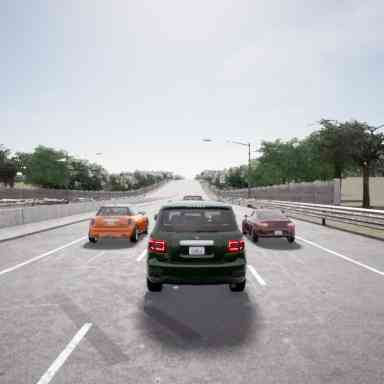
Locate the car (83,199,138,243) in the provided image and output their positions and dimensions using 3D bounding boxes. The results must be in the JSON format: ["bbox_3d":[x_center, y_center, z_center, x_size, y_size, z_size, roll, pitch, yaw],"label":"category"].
[{"bbox_3d":[-3.420,1.352,16.308,2.097,1.767,4.553,0,0,1],"label":"car"}]

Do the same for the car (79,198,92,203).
[{"bbox_3d":[-17.556,1.770,55.880,1.812,1.442,4.674,0,0,0],"label":"car"}]

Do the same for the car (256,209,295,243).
[{"bbox_3d":[3.584,1.526,16.075,1.812,1.442,4.674,0,0,0],"label":"car"}]

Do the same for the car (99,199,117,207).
[{"bbox_3d":[-14.056,1.860,55.852,1.895,1.301,4.718,0,0,0],"label":"car"}]

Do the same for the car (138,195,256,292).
[{"bbox_3d":[0.091,1.218,9.078,2.150,2.045,5.566,0,0,0],"label":"car"}]

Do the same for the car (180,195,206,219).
[{"bbox_3d":[0.070,1.264,30.583,2.150,2.045,5.566,0,0,0],"label":"car"}]
